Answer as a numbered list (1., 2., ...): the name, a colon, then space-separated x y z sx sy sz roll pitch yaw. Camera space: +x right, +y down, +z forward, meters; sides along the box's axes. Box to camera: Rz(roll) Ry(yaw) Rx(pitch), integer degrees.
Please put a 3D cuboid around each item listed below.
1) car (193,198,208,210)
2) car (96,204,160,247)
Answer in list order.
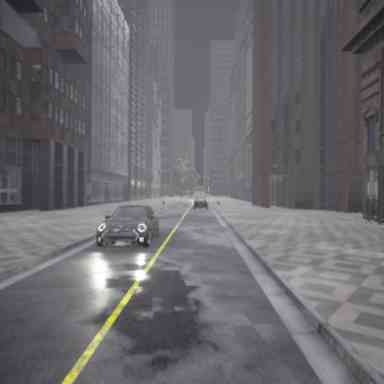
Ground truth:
1. car: 1.173 1.538 44.984 1.882 1.535 5.008 0 0 1
2. car: -2.682 1.377 14.829 2.097 1.767 4.553 0 0 1
